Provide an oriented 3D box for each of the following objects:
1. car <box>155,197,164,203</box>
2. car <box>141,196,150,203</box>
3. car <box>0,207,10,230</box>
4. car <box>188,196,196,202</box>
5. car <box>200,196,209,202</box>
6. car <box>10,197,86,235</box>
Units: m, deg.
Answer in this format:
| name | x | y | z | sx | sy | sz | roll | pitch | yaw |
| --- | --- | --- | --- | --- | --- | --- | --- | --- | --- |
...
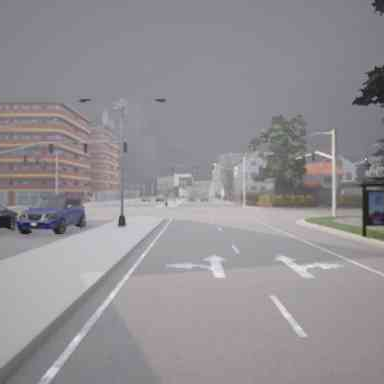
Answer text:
| name | x | y | z | sx | sy | sz | roll | pitch | yaw |
| --- | --- | --- | --- | --- | --- | --- | --- | --- | --- |
| car | -8.014 | 1.935 | 82.512 | 1.895 | 1.301 | 4.718 | 0 | 0 | 0 |
| car | -11.514 | 1.840 | 82.541 | 1.837 | 1.490 | 4.892 | 0 | 0 | 0 |
| car | -11.545 | 1.568 | 18.482 | 2.128 | 1.511 | 4.902 | 0 | 0 | 1 |
| car | -0.015 | 1.889 | 89.144 | 1.812 | 1.442 | 4.674 | 0 | 0 | 0 |
| car | 3.485 | 1.903 | 88.728 | 2.033 | 1.411 | 5.357 | 0 | 0 | 0 |
| car | -8.026 | 1.304 | 19.654 | 2.150 | 2.045 | 5.566 | 0 | -1 | 0 |
